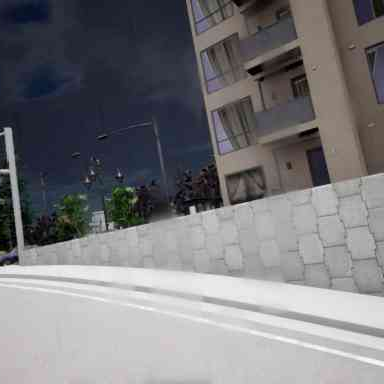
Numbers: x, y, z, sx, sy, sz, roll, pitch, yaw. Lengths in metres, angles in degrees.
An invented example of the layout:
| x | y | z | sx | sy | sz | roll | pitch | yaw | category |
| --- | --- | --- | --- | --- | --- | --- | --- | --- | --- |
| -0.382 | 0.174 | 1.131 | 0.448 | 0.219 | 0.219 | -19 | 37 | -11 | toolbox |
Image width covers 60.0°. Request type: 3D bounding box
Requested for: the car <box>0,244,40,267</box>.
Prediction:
| x | y | z | sx | sy | sz | roll | pitch | yaw | category |
| --- | --- | --- | --- | --- | --- | --- | --- | --- | --- |
| -15.503 | 5.654 | 29.608 | 2.097 | 1.767 | 4.553 | -15 | -9 | 35 | car |
